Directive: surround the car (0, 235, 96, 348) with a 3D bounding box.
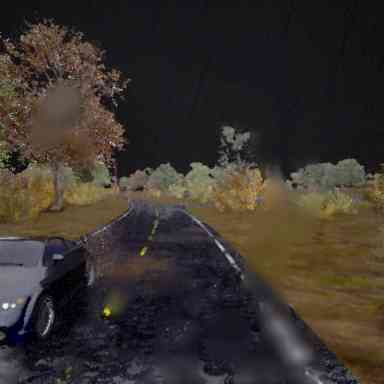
[{"bbox_3d":[-3.243,1.549,6.266,1.994,1.385,4.181,0,0,-2],"label":"car"}]

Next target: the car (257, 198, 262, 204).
[{"bbox_3d":[10.247,1.336,52.730,5.357,1.411,2.033,0,0,-28],"label":"car"}]
